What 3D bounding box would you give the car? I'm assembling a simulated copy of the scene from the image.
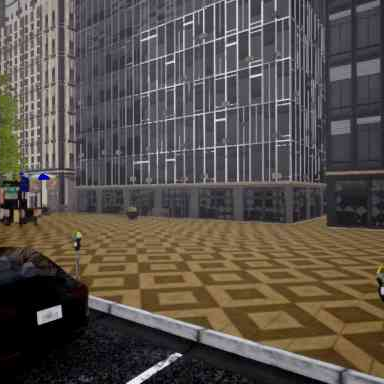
[{"bbox_3d":[-3.464,1.566,5.359,4.313,1.339,1.947,0,0,36],"label":"car"}]
